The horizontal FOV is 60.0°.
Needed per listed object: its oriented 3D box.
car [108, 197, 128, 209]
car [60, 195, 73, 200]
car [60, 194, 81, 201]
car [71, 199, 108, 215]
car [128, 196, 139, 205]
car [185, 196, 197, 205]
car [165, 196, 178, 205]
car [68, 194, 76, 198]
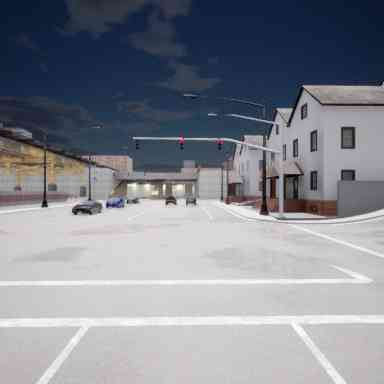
[{"bbox_3d":[-10.711,1.477,46.546,1.882,1.535,5.008,0,0,0],"label":"car"},{"bbox_3d":[-31.919,1.295,84.296,1.853,1.218,4.536,0,0,-37],"label":"car"},{"bbox_3d":[-32.691,1.452,89.619,2.038,1.542,4.974,0,0,28],"label":"car"},{"bbox_3d":[-10.684,1.547,34.369,2.033,1.411,5.357,0,0,0],"label":"car"},{"bbox_3d":[-10.719,1.525,59.968,1.812,1.442,4.674,0,0,0],"label":"car"},{"bbox_3d":[-0.145,1.489,58.611,2.128,1.511,4.902,0,0,0],"label":"car"},{"bbox_3d":[-3.644,1.505,58.602,1.837,1.490,4.892,0,0,0],"label":"car"},{"bbox_3d":[-31.887,1.452,84.254,2.038,1.542,4.974,0,0,-37],"label":"car"}]
